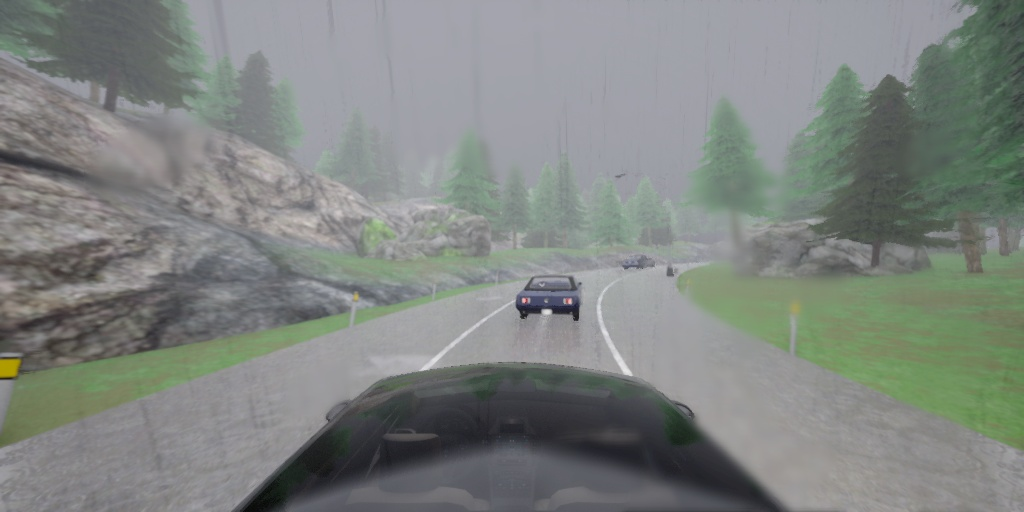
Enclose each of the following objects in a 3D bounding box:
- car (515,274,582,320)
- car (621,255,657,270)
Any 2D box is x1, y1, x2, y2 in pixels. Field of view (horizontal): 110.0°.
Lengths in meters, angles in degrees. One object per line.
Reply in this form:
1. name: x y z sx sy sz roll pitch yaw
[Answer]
1. car: 1.471 1.284 12.449 1.895 1.301 4.718 -1 1 12
2. car: 12.628 0.593 35.496 2.033 1.411 5.357 -4 -1 40
